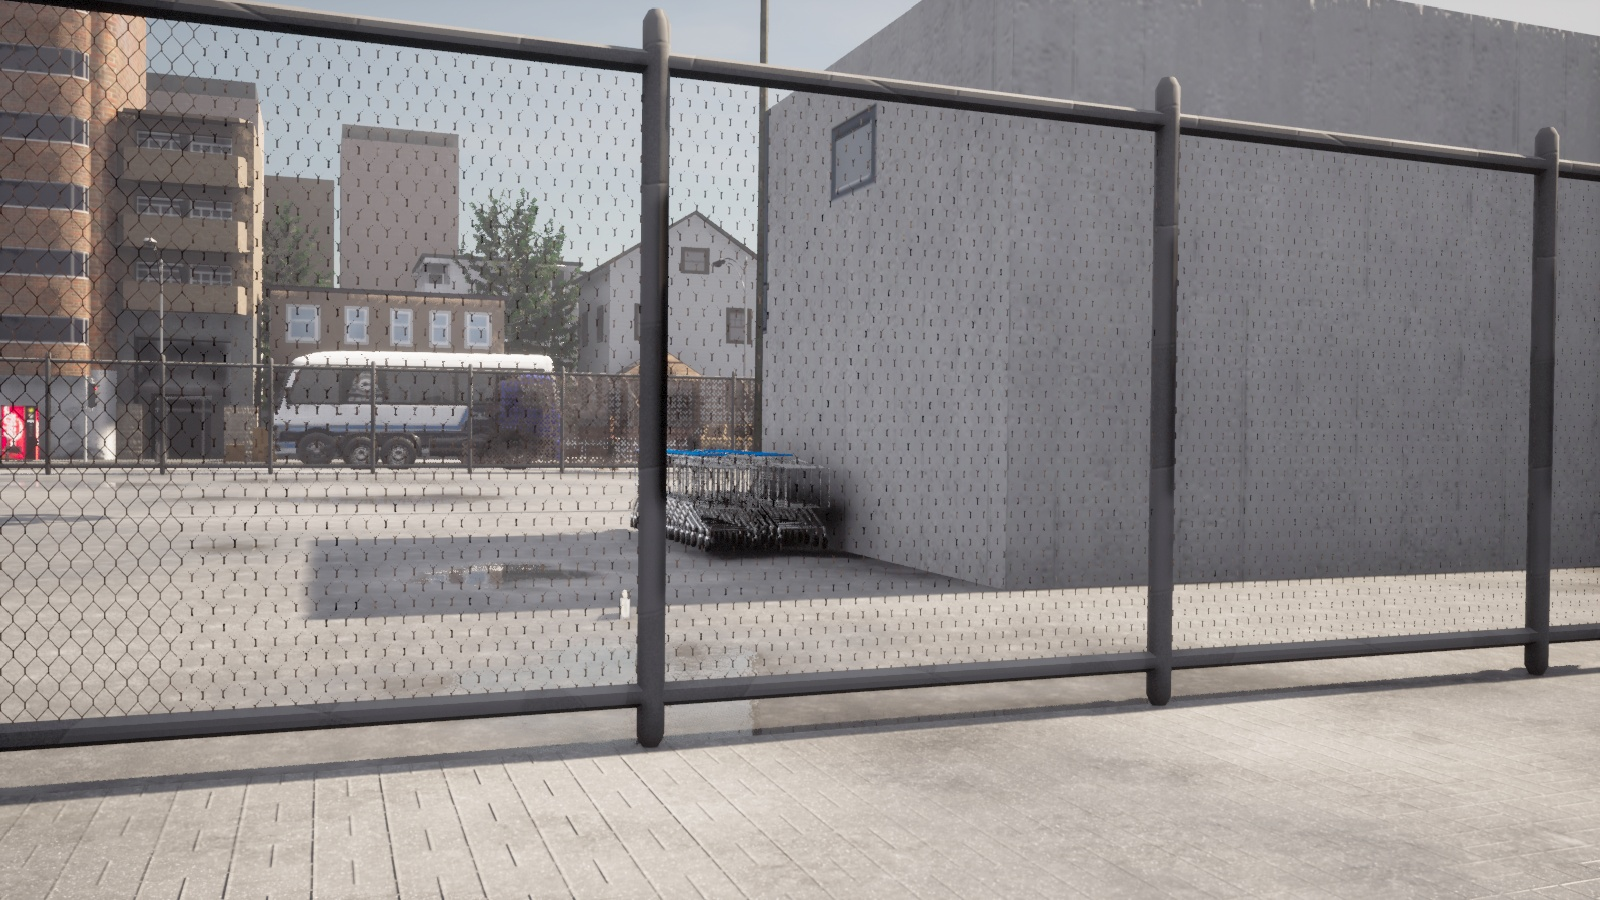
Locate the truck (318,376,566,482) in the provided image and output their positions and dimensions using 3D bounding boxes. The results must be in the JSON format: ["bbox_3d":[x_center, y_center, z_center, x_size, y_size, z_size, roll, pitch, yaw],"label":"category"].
[{"bbox_3d":[-12.300,-0.756,43.328,7.936,3.462,2.891,-1,1,-19],"label":"truck"}]

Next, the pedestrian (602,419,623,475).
[{"bbox_3d":[-6.185,-0.100,41.447,0.594,1.836,0.345,-1,1,-1],"label":"pedestrian"}]

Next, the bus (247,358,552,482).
[{"bbox_3d":[-14.763,-1.178,46.624,10.273,4.253,3.944,-2,1,-21],"label":"bus"}]

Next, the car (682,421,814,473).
[{"bbox_3d":[-1.958,-0.133,47.269,4.605,1.855,1.932,-1,1,-19],"label":"car"}]
